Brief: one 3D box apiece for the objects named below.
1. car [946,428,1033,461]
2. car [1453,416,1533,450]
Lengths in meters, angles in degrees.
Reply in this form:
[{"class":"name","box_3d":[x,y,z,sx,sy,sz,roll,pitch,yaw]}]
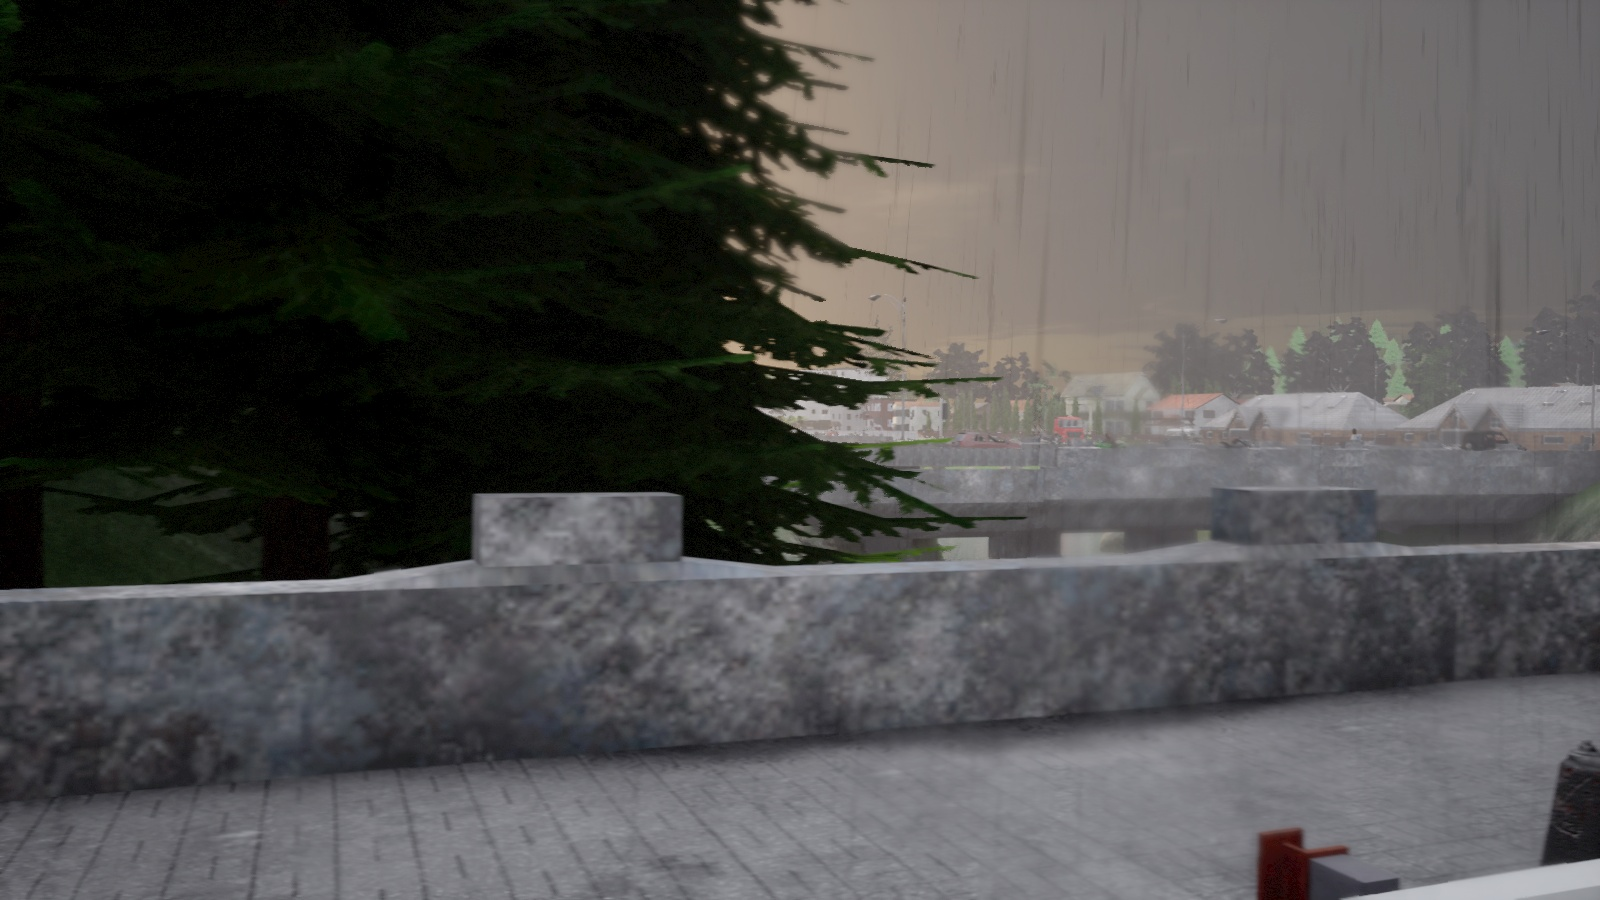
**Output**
[{"class":"car","box_3d":[9.079,-0.267,60.256,3.633,1.501,1.845,-1,1,-18]},{"class":"car","box_3d":[39.565,-1.001,71.712,3.866,1.878,1.905,-1,1,-21]}]
